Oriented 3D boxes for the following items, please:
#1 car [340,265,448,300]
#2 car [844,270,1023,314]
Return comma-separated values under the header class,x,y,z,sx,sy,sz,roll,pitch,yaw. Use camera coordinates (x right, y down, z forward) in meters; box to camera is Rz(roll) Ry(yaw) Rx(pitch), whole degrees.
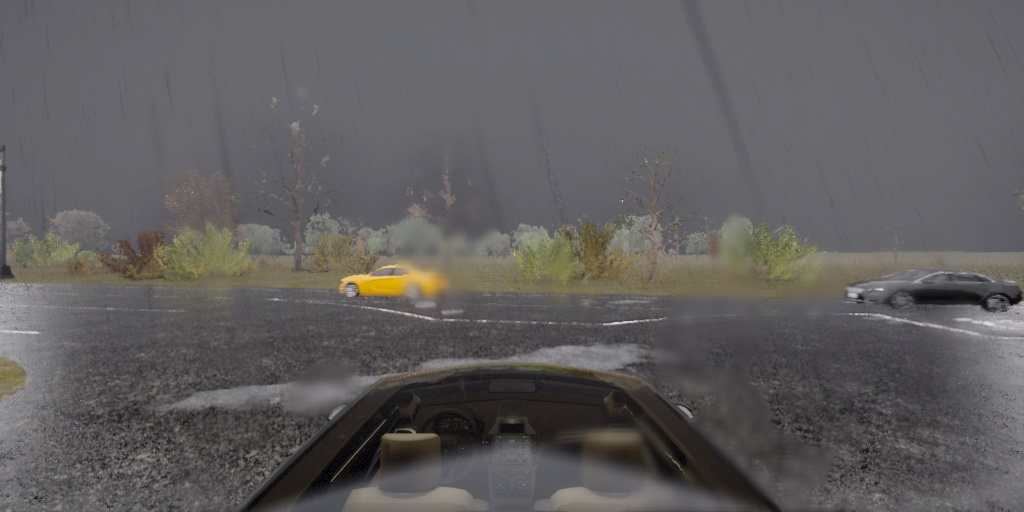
class,x,y,z,sx,sy,sz,roll,pitch,yaw
car,-5.558,1.176,16.941,5.008,1.535,1.882,0,0,9
car,15.745,1.270,13.617,4.902,1.511,2.128,0,0,9
